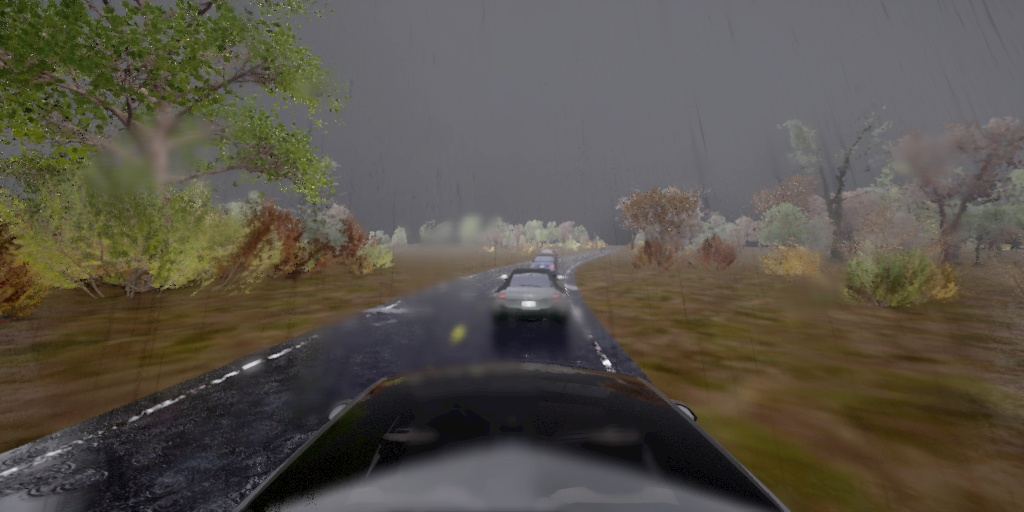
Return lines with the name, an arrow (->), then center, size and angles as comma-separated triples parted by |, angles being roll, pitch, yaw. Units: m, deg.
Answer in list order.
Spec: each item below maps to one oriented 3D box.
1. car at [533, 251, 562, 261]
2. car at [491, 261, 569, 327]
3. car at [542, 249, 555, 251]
car -> 2.283, 0.596, 24.009 | 2.033, 1.411, 5.357 | 0, 2, 10
car -> 0.585, 1.036, 10.484 | 1.994, 1.385, 4.181 | 0, 2, 5
car -> 4.652, -0.163, 46.360 | 1.882, 1.535, 5.008 | 1, 2, 18
